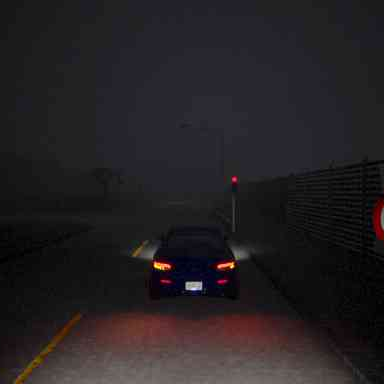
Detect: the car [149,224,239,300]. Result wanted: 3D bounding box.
[{"bbox_3d":[0.055,1.526,8.290,1.812,1.442,4.674,0,0,1],"label":"car"}]
